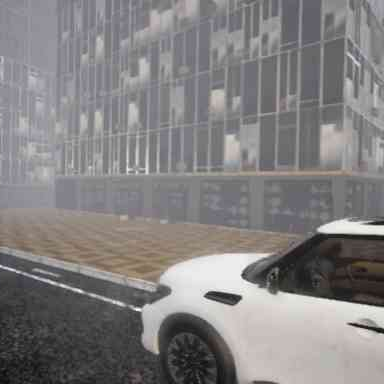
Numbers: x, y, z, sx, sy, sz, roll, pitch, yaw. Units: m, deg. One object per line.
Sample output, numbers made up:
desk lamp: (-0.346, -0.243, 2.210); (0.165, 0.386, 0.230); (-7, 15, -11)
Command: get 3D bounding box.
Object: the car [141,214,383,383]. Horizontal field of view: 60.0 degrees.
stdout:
car: (2.020, 1.232, 3.303); (5.566, 2.045, 2.150); (0, 0, 36)
